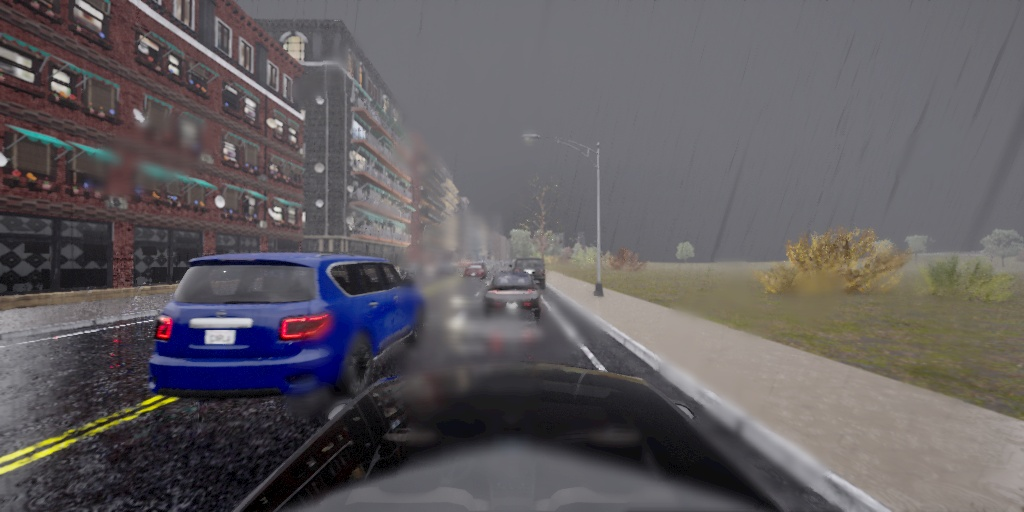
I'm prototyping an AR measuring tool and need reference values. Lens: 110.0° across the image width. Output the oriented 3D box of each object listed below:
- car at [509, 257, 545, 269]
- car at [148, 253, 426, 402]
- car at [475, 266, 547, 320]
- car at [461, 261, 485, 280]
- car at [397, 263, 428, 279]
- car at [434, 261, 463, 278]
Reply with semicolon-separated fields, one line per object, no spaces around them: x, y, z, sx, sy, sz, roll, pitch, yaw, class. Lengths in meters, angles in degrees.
0.997;1.091;23.341;2.150;2.045;5.566;0;0;0;car
-3.177;0.996;6.564;2.150;2.045;5.566;0;-1;0;car
0.029;1.303;12.960;2.128;1.511;4.902;0;0;0;car
-3.361;1.447;33.875;1.812;1.442;4.674;0;0;0;car
-10.080;1.441;36.615;1.837;1.490;4.892;0;0;0;car
-6.839;1.490;37.805;2.033;1.411;5.357;0;0;0;car
